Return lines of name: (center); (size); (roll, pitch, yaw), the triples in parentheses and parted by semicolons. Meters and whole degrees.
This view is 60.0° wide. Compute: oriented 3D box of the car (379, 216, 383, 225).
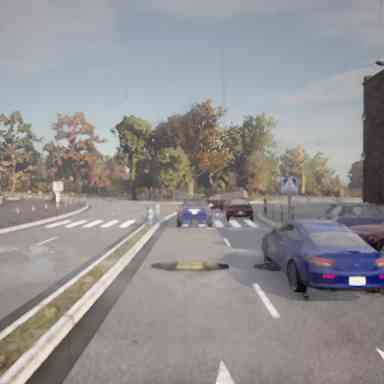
car: (7.633, 1.459, 8.268); (4.674, 1.452, 2.002); (0, 0, 0)

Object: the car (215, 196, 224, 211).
car: (2.750, 1.122, 34.644); (1.882, 1.535, 5.008); (0, 1, 18)

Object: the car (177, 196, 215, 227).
car: (0.245, 1.162, 21.146); (2.097, 1.767, 4.553); (0, 1, 3)

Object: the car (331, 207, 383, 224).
car: (7.640, 1.396, 11.023); (5.008, 1.535, 2.097); (0, 1, 0)

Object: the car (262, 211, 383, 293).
car: (3.098, 1.425, 8.530); (1.812, 1.442, 4.674); (0, 2, 0)

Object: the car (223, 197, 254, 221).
car: (3.543, 1.245, 25.180); (1.882, 1.535, 5.008); (0, 1, 5)

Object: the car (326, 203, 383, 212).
car: (7.602, 1.243, 13.784); (4.553, 1.767, 2.185); (0, 1, 0)
